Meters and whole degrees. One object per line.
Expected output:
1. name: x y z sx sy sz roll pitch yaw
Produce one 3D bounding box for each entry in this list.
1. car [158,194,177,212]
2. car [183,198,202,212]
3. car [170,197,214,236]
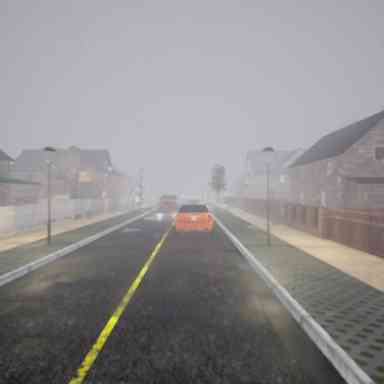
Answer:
1. car: -2.760 1.273 39.656 2.150 2.045 5.566 0 0 0
2. car: 0.092 1.557 40.413 2.128 1.511 4.902 0 0 0
3. car: 0.095 1.369 18.706 2.097 1.767 4.553 0 0 0
